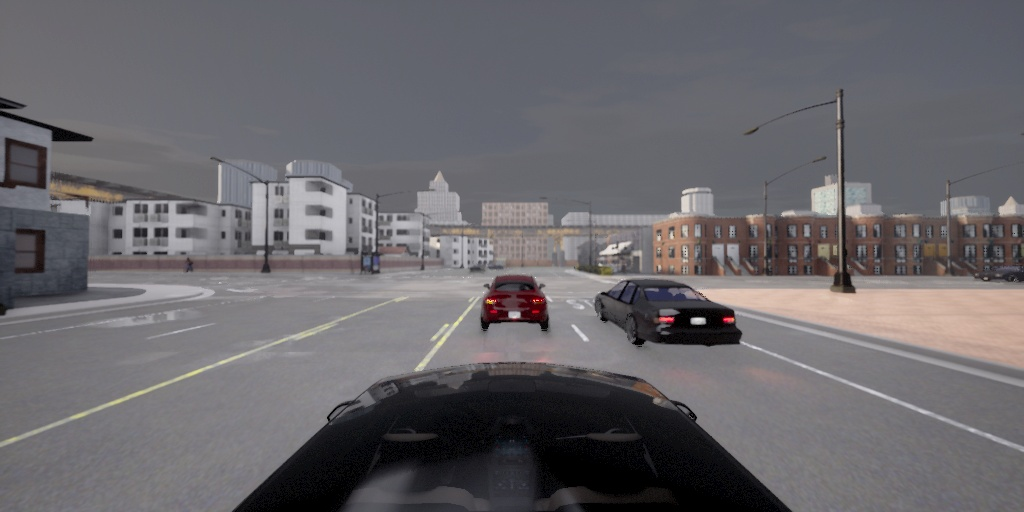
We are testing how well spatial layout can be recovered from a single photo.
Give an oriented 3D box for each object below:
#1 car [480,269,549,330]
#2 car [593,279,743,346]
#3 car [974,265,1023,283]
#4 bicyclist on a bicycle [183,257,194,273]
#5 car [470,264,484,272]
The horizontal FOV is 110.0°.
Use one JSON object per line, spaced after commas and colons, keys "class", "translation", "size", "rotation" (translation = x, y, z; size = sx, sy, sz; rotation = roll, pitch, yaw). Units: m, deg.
{"class": "car", "translation": [0.075, 1.279, 11.042], "size": [1.812, 1.442, 4.674], "rotation": [0, 0, 0]}
{"class": "car", "translation": [3.567, 1.295, 9.350], "size": [2.033, 1.411, 5.357], "rotation": [0, 0, 0]}
{"class": "car", "translation": [42.084, 1.491, 29.776], "size": [5.357, 1.411, 2.033], "rotation": [0, -1, 2]}
{"class": "bicyclist on a bicycle", "translation": [-34.002, 0.951, 37.729], "size": [0.582, 1.620, 1.656], "rotation": [1, -1, -11]}
{"class": "car", "translation": [-5.837, 2.040, 59.931], "size": [1.895, 1.301, 4.718], "rotation": [0, -1, 4]}
